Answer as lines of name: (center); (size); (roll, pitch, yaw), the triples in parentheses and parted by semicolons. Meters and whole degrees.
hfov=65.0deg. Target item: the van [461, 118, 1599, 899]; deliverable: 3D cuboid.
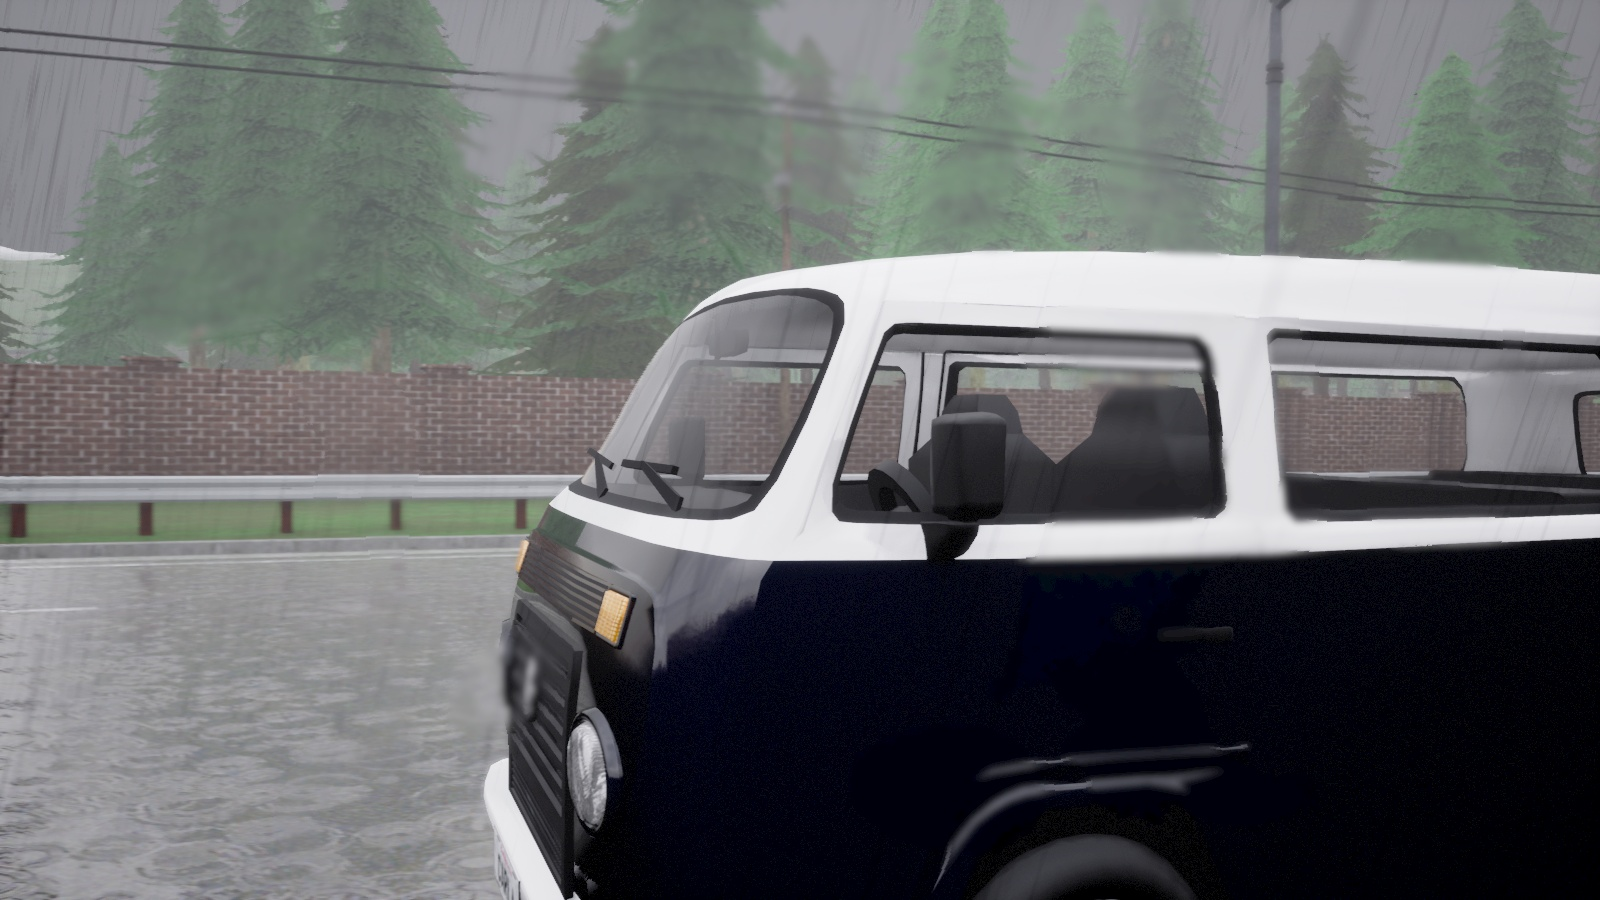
van: (1.412, 0.445, 3.772); (4.480, 2.038, 2.069); (-1, 1, -21)
